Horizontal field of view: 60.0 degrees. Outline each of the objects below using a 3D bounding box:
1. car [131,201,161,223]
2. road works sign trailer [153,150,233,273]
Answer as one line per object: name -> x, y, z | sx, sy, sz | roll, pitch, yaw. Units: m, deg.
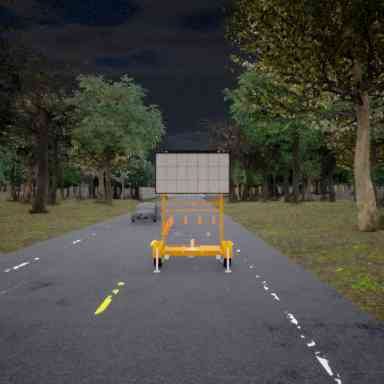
car -> -3.451, 1.498, 25.541 | 1.837, 1.490, 4.892 | 0, 0, 0
road works sign trailer -> 0.020, 0.464, 10.707 | 2.380, 3.560, 2.880 | 0, 0, 0
